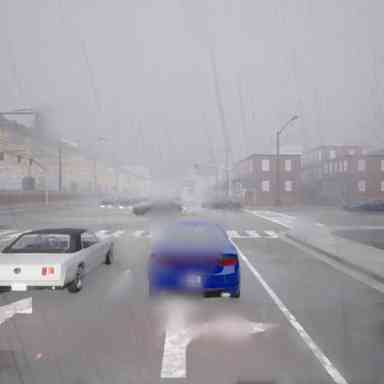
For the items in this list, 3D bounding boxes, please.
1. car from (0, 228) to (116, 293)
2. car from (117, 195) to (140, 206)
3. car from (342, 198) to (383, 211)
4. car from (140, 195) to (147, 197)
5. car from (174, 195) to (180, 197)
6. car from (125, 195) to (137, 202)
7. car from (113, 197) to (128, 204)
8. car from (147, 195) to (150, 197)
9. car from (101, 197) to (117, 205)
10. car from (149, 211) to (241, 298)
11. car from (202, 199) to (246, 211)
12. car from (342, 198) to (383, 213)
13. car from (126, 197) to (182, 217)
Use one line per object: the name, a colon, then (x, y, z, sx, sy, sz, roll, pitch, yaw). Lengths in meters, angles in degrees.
car: (-3.420, 1.601, 8.838, 1.895, 1.301, 4.718, 0, 0, 0)
car: (-10.520, 1.352, 55.033, 2.097, 1.767, 4.553, 0, 0, 0)
car: (20.721, 1.491, 39.544, 4.902, 1.511, 2.128, 0, 0, 0)
car: (-10.476, 1.505, 64.164, 1.837, 1.490, 4.892, 0, 0, 1)
car: (-3.416, 1.500, 76.095, 1.837, 1.490, 4.892, 0, 0, 0)
car: (-13.918, 1.524, 75.857, 1.812, 1.442, 4.674, 0, 0, 0)
car: (-13.955, 1.601, 65.548, 1.895, 1.301, 4.718, 0, 0, 1)
car: (-10.420, 1.478, 74.568, 1.882, 1.535, 5.008, 0, 0, 0)
car: (-14.012, 1.564, 56.543, 1.994, 1.385, 4.181, 0, 0, 0)
car: (0.075, 1.478, 8.571, 1.882, 1.535, 5.008, 0, 0, 1)
car: (3.934, 1.548, 41.210, 5.357, 1.411, 2.033, 0, 0, 26)
car: (19.275, 1.547, 36.047, 5.357, 1.411, 2.033, 0, 0, 0)
car: (-3.309, 1.478, 31.703, 5.008, 1.535, 1.882, 0, -1, -36)
